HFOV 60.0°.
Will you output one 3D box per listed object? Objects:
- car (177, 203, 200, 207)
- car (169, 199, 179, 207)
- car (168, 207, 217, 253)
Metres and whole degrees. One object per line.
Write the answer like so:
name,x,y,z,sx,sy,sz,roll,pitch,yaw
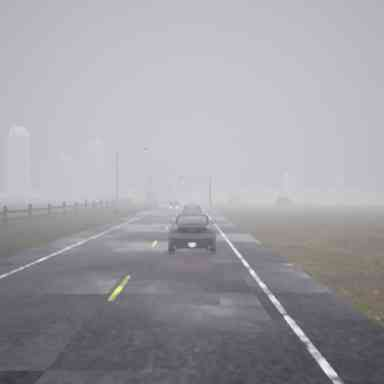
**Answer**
car,0.021,1.810,28.979,2.033,1.411,5.357,0,0,0
car,-3.456,2.115,65.740,2.033,1.411,5.357,0,0,0
car,0.014,1.640,14.290,1.837,1.490,4.892,0,0,0
